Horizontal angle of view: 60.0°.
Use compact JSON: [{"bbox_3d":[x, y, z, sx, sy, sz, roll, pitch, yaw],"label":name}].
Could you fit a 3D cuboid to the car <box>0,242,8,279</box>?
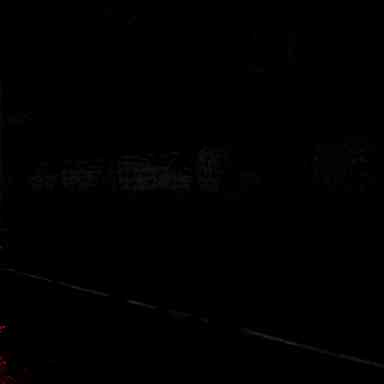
[{"bbox_3d":[-6.747,1.565,8.778,4.902,1.511,2.128,0,0,36],"label":"car"}]
